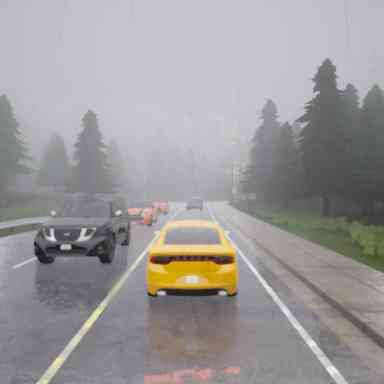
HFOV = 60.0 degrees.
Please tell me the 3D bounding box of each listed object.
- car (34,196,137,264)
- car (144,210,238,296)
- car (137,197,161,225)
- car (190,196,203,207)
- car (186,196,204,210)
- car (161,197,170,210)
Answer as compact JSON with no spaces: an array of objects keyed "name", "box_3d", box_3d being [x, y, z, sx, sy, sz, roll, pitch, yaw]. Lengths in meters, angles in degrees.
[{"name":"car","box_3d":[-3.602,1.191,12.082,2.150,2.045,5.566,0,0,-1]},{"name":"car","box_3d":[0.008,1.452,8.598,1.882,1.535,5.008,0,0,0]},{"name":"car","box_3d":[-3.539,1.303,22.376,2.097,1.767,4.553,0,0,1]},{"name":"car","box_3d":[0.718,1.403,49.550,1.837,1.490,4.892,0,0,2]},{"name":"car","box_3d":[0.311,1.465,39.158,2.033,1.411,5.357,0,0,2]},{"name":"car","box_3d":[-3.377,1.284,32.626,2.097,1.767,4.553,0,0,1]}]
